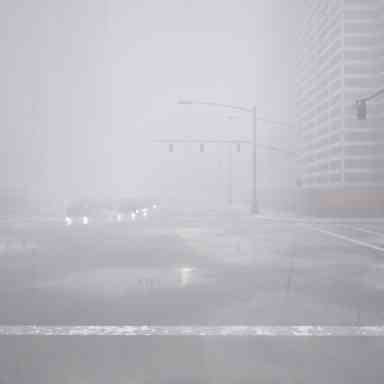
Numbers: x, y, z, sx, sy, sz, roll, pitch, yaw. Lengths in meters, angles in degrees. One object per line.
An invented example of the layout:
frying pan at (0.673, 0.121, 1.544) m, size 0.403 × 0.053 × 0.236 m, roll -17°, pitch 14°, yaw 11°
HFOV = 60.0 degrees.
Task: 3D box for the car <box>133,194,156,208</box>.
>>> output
car at (-7.001, 1.491, 48.181) m, size 2.128 × 1.511 × 4.902 m, roll 0°, pitch 0°, yaw 0°

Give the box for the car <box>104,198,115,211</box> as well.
car at (-10.514, 1.477, 41.848) m, size 1.882 × 1.535 × 5.008 m, roll 0°, pitch 0°, yaw 0°

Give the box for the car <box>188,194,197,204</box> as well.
car at (0.127, 1.547, 64.081) m, size 2.033 × 1.411 × 5.357 m, roll 0°, pitch 0°, yaw 0°

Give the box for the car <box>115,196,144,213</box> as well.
car at (-7.024, 1.505, 37.830) m, size 1.837 × 1.490 × 4.892 m, roll 0°, pitch 0°, yaw 0°

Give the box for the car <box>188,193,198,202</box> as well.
car at (0.148, 1.184, 74.335) m, size 2.097 × 1.767 × 4.553 m, roll 0°, pitch 0°, yaw 0°

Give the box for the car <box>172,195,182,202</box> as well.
car at (-3.352, 1.354, 74.372) m, size 2.128 × 1.511 × 4.902 m, roll 0°, pitch 0°, yaw 0°

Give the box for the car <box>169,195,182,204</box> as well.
car at (-3.373, 1.491, 64.088) m, size 2.128 × 1.511 × 4.902 m, roll 0°, pitch 0°, yaw 0°

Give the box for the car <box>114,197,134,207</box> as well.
car at (-10.492, 1.547, 51.759) m, size 2.033 × 1.411 × 5.357 m, roll 0°, pitch 0°, yaw 0°

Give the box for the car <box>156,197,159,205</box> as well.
car at (-6.963, 1.601, 58.505) m, size 1.895 × 1.301 × 4.718 m, roll 0°, pitch 0°, yaw 0°

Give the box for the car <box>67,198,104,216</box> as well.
car at (-10.572, 1.352, 32.716) m, size 2.097 × 1.767 × 4.553 m, roll 0°, pitch 0°, yaw 1°

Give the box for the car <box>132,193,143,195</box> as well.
car at (-10.432, 1.477, 62.040) m, size 1.882 × 1.535 × 5.008 m, roll 0°, pitch 0°, yaw 0°
